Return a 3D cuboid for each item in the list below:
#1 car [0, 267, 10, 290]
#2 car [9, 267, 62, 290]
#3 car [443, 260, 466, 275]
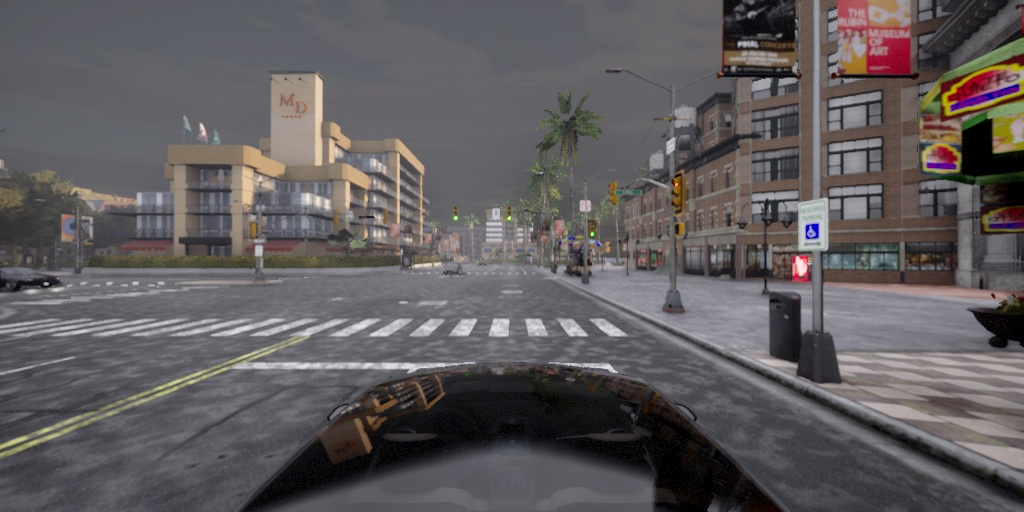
[{"bbox_3d":[-31.117,1.442,19.479,4.718,1.301,1.895,0,0,0],"label":"car"},{"bbox_3d":[-32.507,1.406,22.969,5.357,1.411,2.033,0,0,0],"label":"car"},{"bbox_3d":[-6.977,1.552,42.633,1.837,1.490,4.892,0,0,0],"label":"car"}]
